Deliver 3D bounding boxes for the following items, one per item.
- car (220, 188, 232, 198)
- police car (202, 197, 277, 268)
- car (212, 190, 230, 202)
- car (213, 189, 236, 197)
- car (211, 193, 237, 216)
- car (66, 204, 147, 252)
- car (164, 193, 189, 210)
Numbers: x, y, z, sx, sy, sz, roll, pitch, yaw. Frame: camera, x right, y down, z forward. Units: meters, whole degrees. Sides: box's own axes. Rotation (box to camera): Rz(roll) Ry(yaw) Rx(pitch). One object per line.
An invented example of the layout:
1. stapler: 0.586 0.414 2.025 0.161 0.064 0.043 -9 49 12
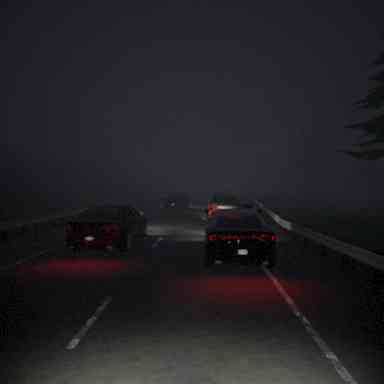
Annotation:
1. car: 6.037 0.152 58.894 1.882 1.535 5.008 0 1 9
2. police car: 1.343 1.184 10.595 1.930 1.638 5.238 0 1 3
3. car: 3.973 0.475 45.081 2.128 1.511 4.902 0 1 9
4. car: 1.966 0.894 20.211 2.097 1.767 4.553 0 1 5
5. car: 2.511 0.916 26.086 1.837 1.490 4.892 0 1 6
6. car: -2.960 1.195 12.491 1.882 1.535 5.008 0 1 3
7. car: -1.376 0.830 30.891 1.812 1.442 4.674 0 1 7
